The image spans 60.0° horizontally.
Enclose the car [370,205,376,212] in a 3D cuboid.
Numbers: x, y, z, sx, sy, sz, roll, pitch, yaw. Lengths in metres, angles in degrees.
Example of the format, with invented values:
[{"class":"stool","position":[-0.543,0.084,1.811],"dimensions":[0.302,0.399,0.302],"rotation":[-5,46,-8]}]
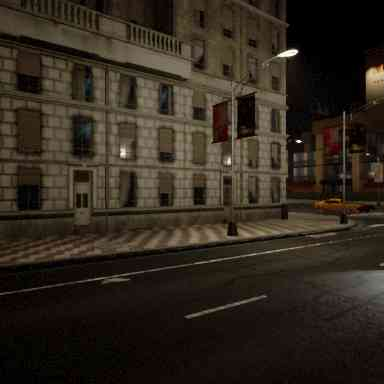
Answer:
[{"class":"car","position":[17.653,1.601,36.917],"dimensions":[1.895,1.301,4.718],"rotation":[0,0,-36]}]

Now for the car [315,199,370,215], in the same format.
[{"class":"car","position":[15.123,1.475,34.283],"dimensions":[1.882,1.535,5.008],"rotation":[0,0,-34]}]
